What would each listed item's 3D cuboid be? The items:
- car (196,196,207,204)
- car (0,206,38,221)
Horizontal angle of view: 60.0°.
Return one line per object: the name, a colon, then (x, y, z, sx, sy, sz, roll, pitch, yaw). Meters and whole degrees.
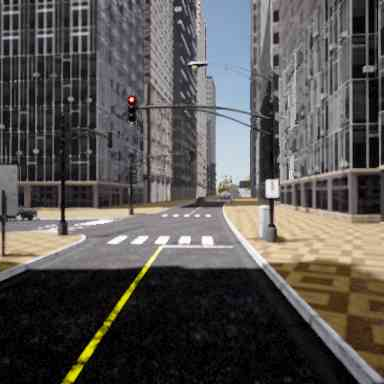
car: (1.928, 1.623, 68.719, 1.837, 1.490, 4.892, 0, 0, 8)
car: (-16.362, 1.940, 30.401, 4.403, 1.369, 2.008, -1, 0, 10)
